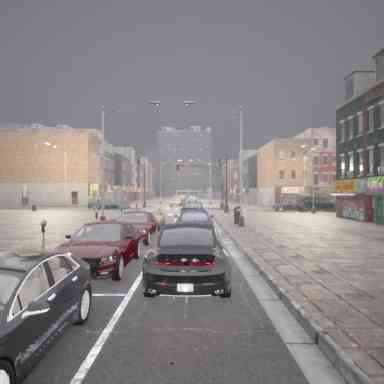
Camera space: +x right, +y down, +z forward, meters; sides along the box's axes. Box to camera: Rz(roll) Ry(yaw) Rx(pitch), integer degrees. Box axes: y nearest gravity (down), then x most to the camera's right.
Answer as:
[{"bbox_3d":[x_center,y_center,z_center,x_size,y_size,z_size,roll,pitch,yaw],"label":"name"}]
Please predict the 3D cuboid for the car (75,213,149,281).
[{"bbox_3d":[-2.620,1.550,9.907,1.887,1.381,4.507,0,0,0],"label":"car"}]

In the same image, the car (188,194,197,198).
[{"bbox_3d":[0.109,1.413,82.963,2.150,2.045,5.566,0,0,0],"label":"car"}]

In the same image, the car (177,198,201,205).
[{"bbox_3d":[0.057,1.505,26.272,1.882,1.535,5.008,0,0,0],"label":"car"}]

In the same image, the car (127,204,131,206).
[{"bbox_3d":[-2.606,1.544,20.725,1.752,1.417,4.829,0,0,0],"label":"car"}]

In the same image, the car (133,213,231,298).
[{"bbox_3d":[-0.066,1.509,8.526,1.837,1.490,4.892,0,0,1],"label":"car"}]

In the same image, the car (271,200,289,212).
[{"bbox_3d":[12.258,1.716,41.056,4.892,1.490,1.837,1,0,0],"label":"car"}]

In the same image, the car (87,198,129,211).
[{"bbox_3d":[-9.427,1.475,38.022,4.902,1.511,2.128,0,0,0],"label":"car"}]

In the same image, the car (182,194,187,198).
[{"bbox_3d":[-2.557,1.421,58.297,2.192,1.841,5.009,0,0,0],"label":"car"}]

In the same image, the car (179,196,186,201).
[{"bbox_3d":[-2.516,1.773,90.961,1.887,1.381,4.507,0,0,0],"label":"car"}]

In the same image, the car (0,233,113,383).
[{"bbox_3d":[-2.627,1.553,4.413,2.008,1.369,4.403,0,0,0],"label":"car"}]

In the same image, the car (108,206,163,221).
[{"bbox_3d":[-2.613,1.556,15.402,1.887,1.381,4.507,0,0,0],"label":"car"}]

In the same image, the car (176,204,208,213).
[{"bbox_3d":[0.114,1.538,16.004,1.812,1.442,4.674,0,0,0],"label":"car"}]

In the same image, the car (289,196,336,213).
[{"bbox_3d":[14.486,1.442,38.112,5.566,2.045,2.150,1,0,0],"label":"car"}]

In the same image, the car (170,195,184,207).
[{"bbox_3d":[-2.565,1.615,52.683,1.752,1.417,4.829,0,0,0],"label":"car"}]

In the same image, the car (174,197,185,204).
[{"bbox_3d":[-2.544,1.694,69.185,2.008,1.369,4.403,0,0,0],"label":"car"}]
